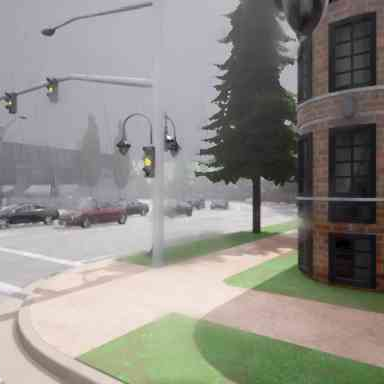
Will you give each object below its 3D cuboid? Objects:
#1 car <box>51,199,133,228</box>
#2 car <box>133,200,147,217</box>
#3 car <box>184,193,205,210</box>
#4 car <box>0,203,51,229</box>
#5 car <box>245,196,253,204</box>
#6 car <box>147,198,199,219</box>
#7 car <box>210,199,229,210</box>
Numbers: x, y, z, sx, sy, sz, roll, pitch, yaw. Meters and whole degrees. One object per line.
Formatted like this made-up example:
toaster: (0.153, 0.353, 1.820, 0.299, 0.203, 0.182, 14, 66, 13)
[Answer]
car: (-6.501, 1.345, 22.114, 2.097, 1.767, 4.553, 0, 0, 34)
car: (-5.814, 1.483, 29.431, 2.128, 1.511, 4.902, 0, 0, 31)
car: (0.293, 1.210, 42.750, 2.150, 2.045, 5.566, 0, 0, 13)
car: (-11.079, 1.483, 21.644, 2.128, 1.511, 4.902, 0, 0, 35)
car: (11.170, 1.516, 61.208, 1.812, 1.442, 4.674, 0, 0, -10)
car: (-1.583, 1.519, 29.628, 1.812, 1.442, 4.674, 0, 0, 31)
car: (3.525, 1.556, 41.766, 1.994, 1.385, 4.181, 0, 0, 14)
